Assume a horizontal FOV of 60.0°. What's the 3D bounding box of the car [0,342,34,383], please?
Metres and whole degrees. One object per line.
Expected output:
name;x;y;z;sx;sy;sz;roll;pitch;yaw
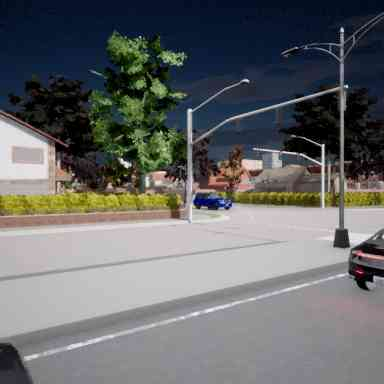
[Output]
car;-3.458;1.545;1.283;5.357;1.411;2.033;0;0;-35

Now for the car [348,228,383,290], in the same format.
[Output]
car;5.592;1.474;7.733;4.902;1.511;2.128;0;0;-35

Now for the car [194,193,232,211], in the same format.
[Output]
car;2.434;1.120;40.407;2.150;2.045;5.566;0;0;-36
